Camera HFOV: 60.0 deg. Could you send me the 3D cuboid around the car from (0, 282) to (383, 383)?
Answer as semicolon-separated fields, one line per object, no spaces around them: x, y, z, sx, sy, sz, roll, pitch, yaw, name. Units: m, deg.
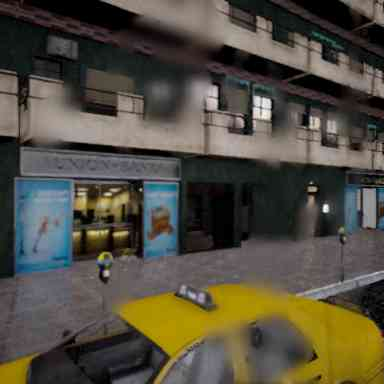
-0.188;1.516;2.746;4.829;1.417;1.752;0;0;-35;car
